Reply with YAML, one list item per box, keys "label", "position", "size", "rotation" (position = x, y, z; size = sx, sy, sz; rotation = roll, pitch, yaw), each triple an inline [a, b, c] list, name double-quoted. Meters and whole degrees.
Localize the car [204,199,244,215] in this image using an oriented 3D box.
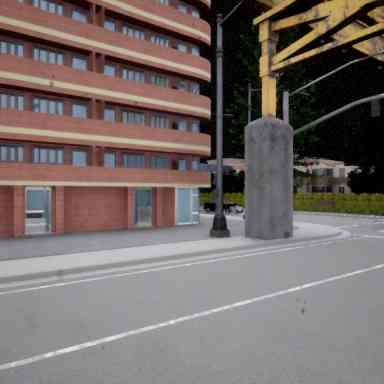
- label: "car"
  position: [3.156, 1.491, 33.622]
  size: [2.128, 1.511, 4.902]
  rotation: [0, 0, -35]
